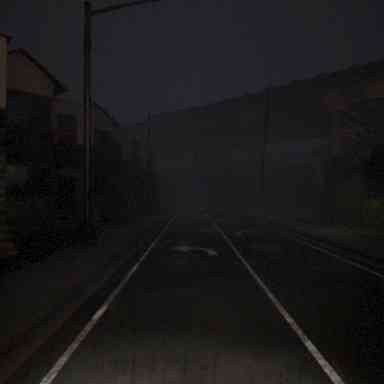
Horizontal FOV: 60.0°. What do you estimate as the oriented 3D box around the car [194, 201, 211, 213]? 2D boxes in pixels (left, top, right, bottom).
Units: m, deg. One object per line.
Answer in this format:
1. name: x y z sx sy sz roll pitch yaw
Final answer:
1. car: 1.379 1.860 43.041 1.882 1.535 5.008 0 0 7
